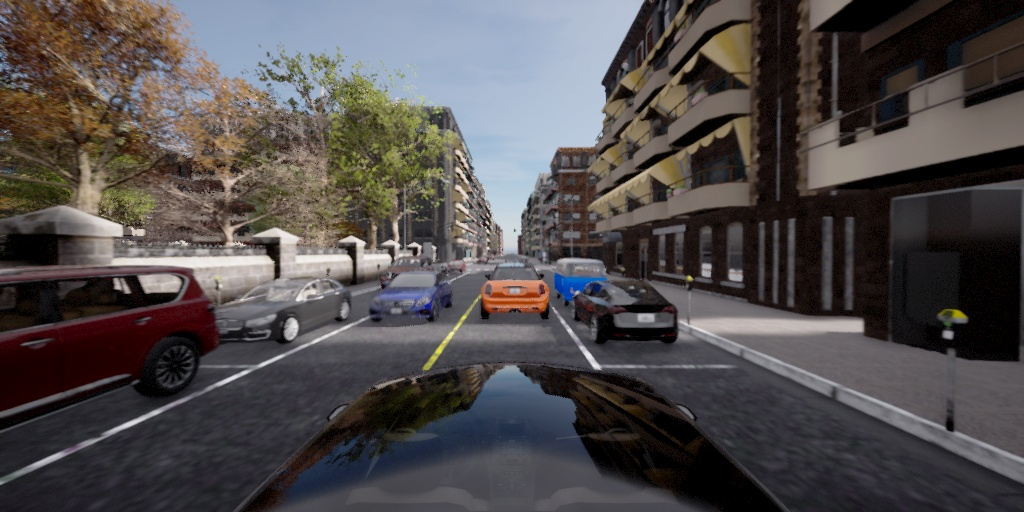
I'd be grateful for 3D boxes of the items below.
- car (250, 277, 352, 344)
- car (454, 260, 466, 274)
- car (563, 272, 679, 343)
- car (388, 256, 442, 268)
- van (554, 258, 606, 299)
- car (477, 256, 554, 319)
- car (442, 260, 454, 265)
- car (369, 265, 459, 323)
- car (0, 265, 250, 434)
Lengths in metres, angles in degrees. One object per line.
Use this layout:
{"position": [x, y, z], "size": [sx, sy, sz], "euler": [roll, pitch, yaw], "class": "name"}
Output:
{"position": [-5.691, 1.245, 9.265], "size": [2.007, 1.370, 4.403], "euler": [0, 0, 0], "class": "car"}
{"position": [-5.694, 1.077, 36.941], "size": [1.802, 1.307, 4.207], "euler": [0, 0, 0], "class": "car"}
{"position": [2.690, 1.260, 9.267], "size": [1.948, 1.339, 4.313], "euler": [0, 0, 0], "class": "car"}
{"position": [-5.692, 0.929, 20.336], "size": [2.192, 1.841, 5.009], "euler": [0, 0, 0], "class": "car"}
{"position": [2.689, 0.995, 14.802], "size": [1.690, 1.789, 3.998], "euler": [0, 0, 0], "class": "van"}
{"position": [0.096, 1.023, 12.607], "size": [2.097, 1.767, 4.553], "euler": [0, 1, 0], "class": "car"}
{"position": [-5.692, 1.140, 25.871], "size": [1.948, 1.339, 4.313], "euler": [0, 0, 0], "class": "car"}
{"position": [-3.103, 1.201, 11.946], "size": [1.812, 1.442, 4.674], "euler": [0, 0, 0], "class": "car"}
{"position": [-5.690, 1.050, 3.730], "size": [2.192, 1.841, 5.009], "euler": [0, 0, 0], "class": "car"}
